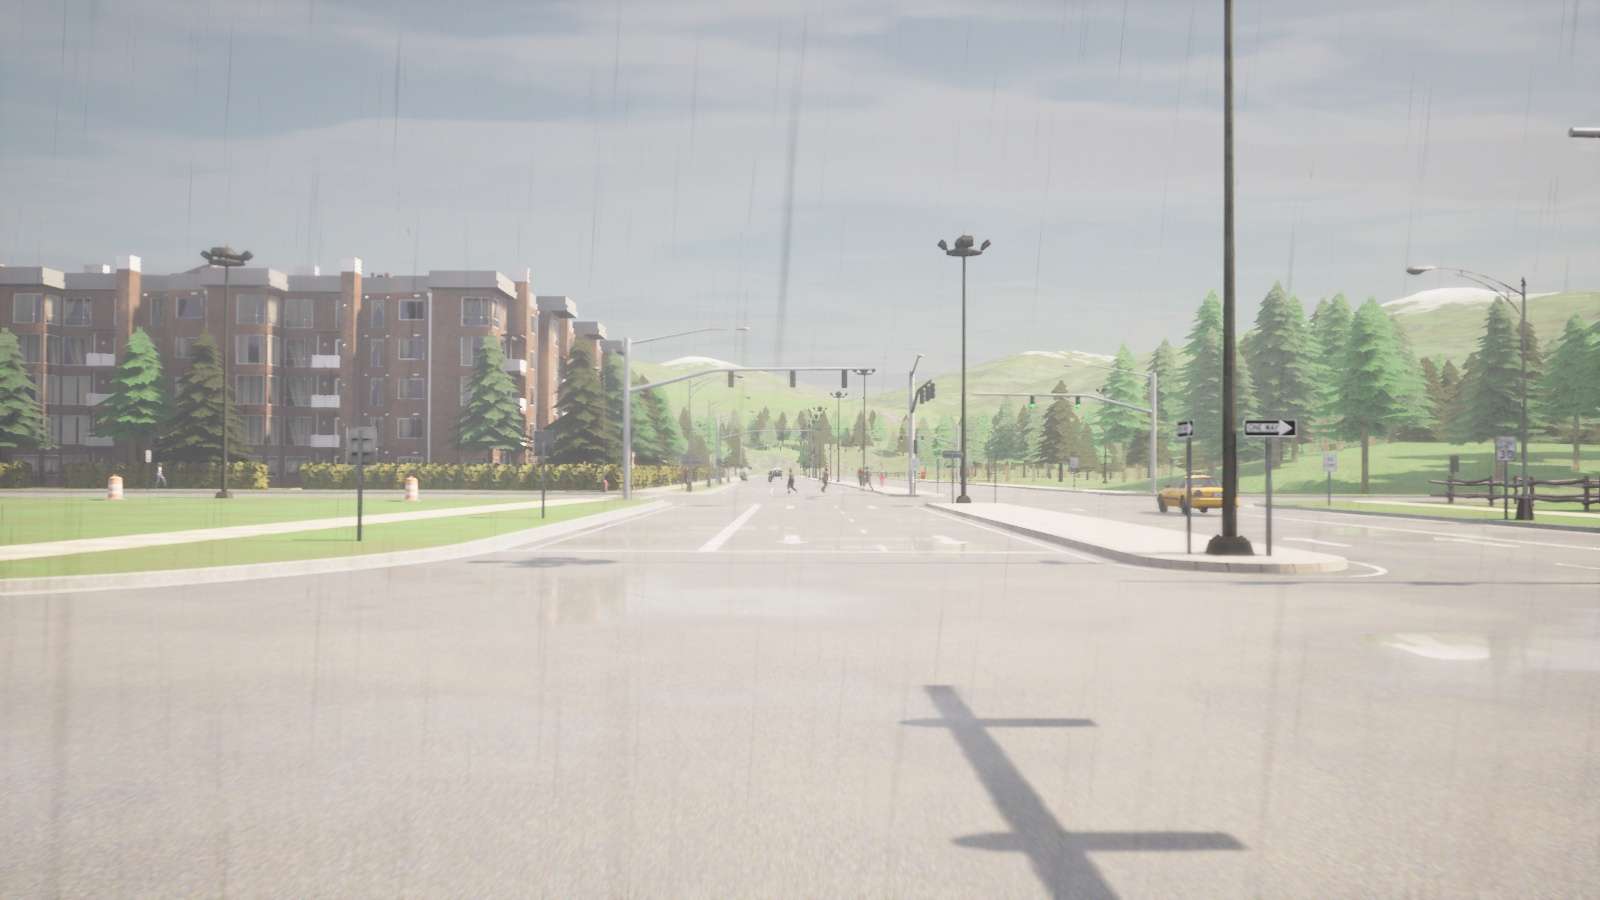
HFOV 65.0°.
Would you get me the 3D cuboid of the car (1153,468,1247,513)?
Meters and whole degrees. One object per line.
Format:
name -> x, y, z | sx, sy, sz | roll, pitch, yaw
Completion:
car -> 14.884, 1.480, 47.019 | 1.801, 1.575, 5.366 | 0, -1, 0
